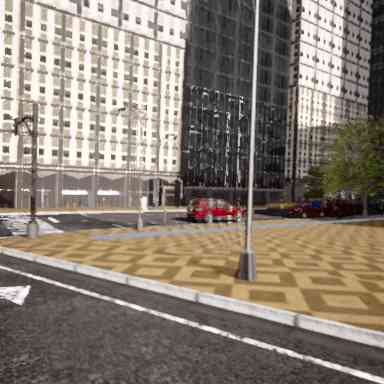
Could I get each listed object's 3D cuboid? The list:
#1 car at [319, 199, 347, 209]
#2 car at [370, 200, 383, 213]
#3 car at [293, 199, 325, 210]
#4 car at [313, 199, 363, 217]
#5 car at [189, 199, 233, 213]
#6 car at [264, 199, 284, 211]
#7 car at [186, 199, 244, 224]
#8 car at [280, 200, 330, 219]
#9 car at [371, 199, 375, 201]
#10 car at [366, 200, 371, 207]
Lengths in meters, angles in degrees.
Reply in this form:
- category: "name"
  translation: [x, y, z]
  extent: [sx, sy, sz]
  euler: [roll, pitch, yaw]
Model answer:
- category: "car"
  translation: [20.817, 1.784, 49.016]
  extent: [4.206, 1.307, 1.802]
  euler: [1, 2, -34]
- category: "car"
  translation: [25.261, 2.073, 42.514]
  extent: [4.313, 1.339, 1.947]
  euler: [1, 2, -34]
- category: "car"
  translation: [16.139, 1.696, 45.815]
  extent: [4.313, 1.339, 1.947]
  euler: [1, 2, -34]
- category: "car"
  translation: [15.912, 1.679, 36.106]
  extent: [5.009, 1.841, 2.192]
  euler: [1, 2, -34]
- category: "car"
  translation: [2.104, 1.467, 36.212]
  extent: [4.403, 1.369, 2.008]
  euler: [1, 2, -34]
- category: "car"
  translation: [11.321, 1.582, 42.517]
  extent: [4.829, 1.417, 1.752]
  euler: [1, 2, -34]
- category: "car"
  translation: [1.877, 1.465, 26.503]
  extent: [5.009, 1.841, 2.192]
  euler: [1, 2, -34]
- category: "car"
  translation: [11.226, 1.837, 32.911]
  extent: [4.507, 1.381, 1.887]
  euler: [1, 2, -34]
- category: "car"
  translation: [30.174, 1.912, 55.418]
  extent: [4.313, 1.339, 1.947]
  euler: [1, 2, -34]
- category: "car"
  translation: [25.496, 1.840, 52.217]
  extent: [4.313, 1.339, 1.947]
  euler: [1, 2, -34]
